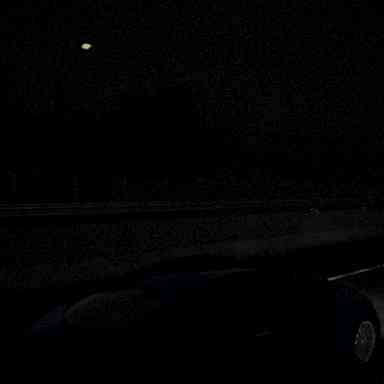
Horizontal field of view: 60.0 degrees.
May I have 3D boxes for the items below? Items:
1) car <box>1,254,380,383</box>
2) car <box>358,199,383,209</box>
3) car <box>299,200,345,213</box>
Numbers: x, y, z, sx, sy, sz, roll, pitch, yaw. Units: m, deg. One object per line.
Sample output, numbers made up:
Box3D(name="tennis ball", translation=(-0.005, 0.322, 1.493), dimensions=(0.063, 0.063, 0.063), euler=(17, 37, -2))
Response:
Box3D(name="car", translation=(0.392, 1.523, 4.018), dimensions=(4.674, 1.442, 1.812), euler=(0, 0, -35))
Box3D(name="car", translation=(23.022, 1.546, 41.726), dimensions=(5.357, 1.411, 2.033), euler=(0, 0, -35))
Box3D(name="car", translation=(11.462, 1.465, 29.284), dimensions=(5.008, 1.535, 1.882), euler=(0, 0, -35))
